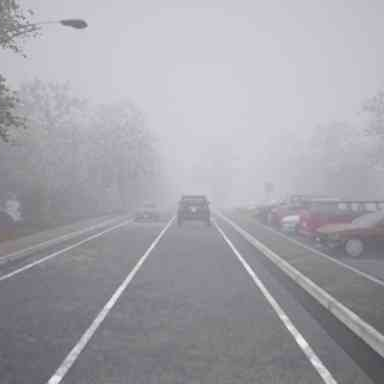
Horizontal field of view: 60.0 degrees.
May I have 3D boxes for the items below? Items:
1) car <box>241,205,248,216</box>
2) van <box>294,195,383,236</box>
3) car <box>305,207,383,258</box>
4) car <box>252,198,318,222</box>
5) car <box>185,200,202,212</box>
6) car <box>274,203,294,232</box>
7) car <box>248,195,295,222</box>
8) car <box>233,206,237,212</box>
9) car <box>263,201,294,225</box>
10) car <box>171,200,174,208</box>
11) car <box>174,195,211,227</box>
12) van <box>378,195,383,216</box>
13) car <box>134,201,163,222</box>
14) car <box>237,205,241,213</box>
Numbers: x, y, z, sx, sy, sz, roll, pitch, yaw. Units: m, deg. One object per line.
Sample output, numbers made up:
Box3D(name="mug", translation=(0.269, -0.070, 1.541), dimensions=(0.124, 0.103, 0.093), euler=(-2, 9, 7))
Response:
Box3D(name="car", translation=(7.115, 1.480, 28.765), dimensions=(5.008, 1.535, 2.097), euler=(0, 0, 0))
Box3D(name="van", translation=(7.205, 1.231, 14.889), dimensions=(4.442, 1.987, 1.878), euler=(0, 0, 0))
Box3D(name="car", translation=(7.089, 1.454, 12.112), dimensions=(5.008, 1.535, 2.097), euler=(0, 0, 0))
Box3D(name="car", translation=(7.136, 1.344, 25.989), dimensions=(4.553, 1.767, 2.185), euler=(0, 0, 0))
Box3D(name="car", translation=(0.139, 1.735, 41.392), dimensions=(1.994, 1.385, 4.181), euler=(0, -1, 0))
Box3D(name="car", translation=(7.095, 1.499, 17.665), dimensions=(4.674, 1.452, 2.002), euler=(0, 0, 0))
Box3D(name="car", translation=(7.072, 1.213, 23.217), dimensions=(5.566, 2.045, 2.435), euler=(0, 0, 0))
Box3D(name="car", translation=(6.931, 1.522, 34.307), dimensions=(5.366, 1.575, 1.946), euler=(0, 0, 0))
Box3D(name="car", translation=(7.126, 1.491, 20.440), dimensions=(4.792, 1.488, 2.163), euler=(0, 0, 0))
Box3D(name="car", translation=(-3.190, 2.409, 67.745), dimensions=(1.837, 1.490, 4.892), euler=(0, -2, 0))
Box3D(name="car", translation=(0.121, 1.207, 22.925), dimensions=(2.150, 2.045, 5.566), euler=(0, 0, 0))
Box3D(name="van", translation=(20.310, 1.272, 31.417), dimensions=(4.442, 1.987, 1.878), euler=(0, 0, 0))
Box3D(name="car", translation=(-3.325, 1.503, 26.159), dimensions=(1.837, 1.490, 4.892), euler=(0, 0, 0))
Box3D(name="car", translation=(7.118, 1.499, 31.538), dimensions=(4.892, 1.521, 2.231), euler=(0, 0, 0))
